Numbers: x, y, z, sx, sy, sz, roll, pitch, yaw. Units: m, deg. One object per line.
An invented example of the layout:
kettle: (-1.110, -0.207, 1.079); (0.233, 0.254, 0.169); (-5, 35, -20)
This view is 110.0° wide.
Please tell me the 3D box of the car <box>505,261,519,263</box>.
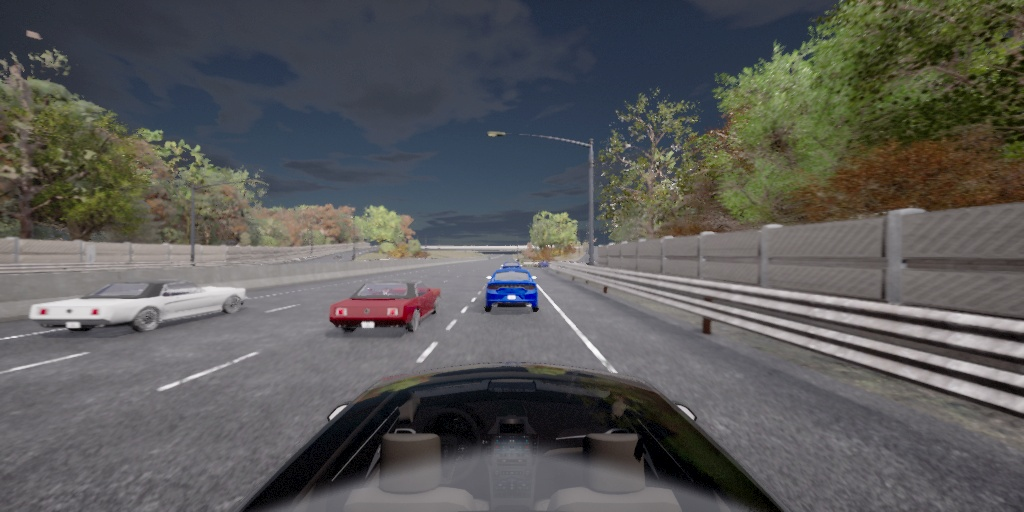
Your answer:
car: (-0.024, 1.252, 34.626); (1.882, 1.535, 5.008); (0, 0, 0)

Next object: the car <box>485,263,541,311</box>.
car: (-0.012, 1.234, 14.486); (1.882, 1.535, 5.008); (0, 0, 0)

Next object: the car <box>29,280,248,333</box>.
car: (-10.410, 1.352, 10.729); (1.895, 1.301, 4.718); (0, 0, 0)

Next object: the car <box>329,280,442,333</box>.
car: (-3.410, 1.353, 10.724); (1.895, 1.301, 4.718); (0, 0, 0)
